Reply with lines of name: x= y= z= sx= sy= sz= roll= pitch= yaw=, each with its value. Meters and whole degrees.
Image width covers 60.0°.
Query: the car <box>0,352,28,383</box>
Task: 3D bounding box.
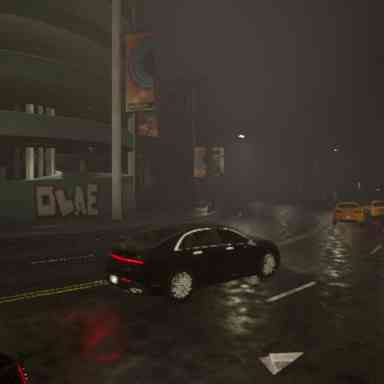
car: x=-3.278 y=1.504 z=1.308 sx=4.892 sy=1.490 sz=1.837 roll=0 pitch=1 yaw=-31

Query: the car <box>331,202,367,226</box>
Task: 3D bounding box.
car: x=11.049 y=1.465 z=23.717 sx=1.882 sy=1.535 sz=5.008 roll=0 pitch=0 yaw=23

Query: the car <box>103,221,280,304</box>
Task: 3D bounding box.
car: x=0.258 y=1.499 z=8.257 sx=4.892 sy=1.490 sz=1.837 roll=0 pitch=1 yaw=-41

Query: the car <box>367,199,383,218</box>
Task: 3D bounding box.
car: x=16.296 y=1.442 z=29.496 sx=1.801 sy=1.575 sz=5.366 roll=0 pitch=0 yaw=13

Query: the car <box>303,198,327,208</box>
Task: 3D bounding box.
car: x=17.153 y=1.536 z=46.558 sx=1.994 sy=1.385 sz=4.181 roll=0 pitch=0 yaw=-2

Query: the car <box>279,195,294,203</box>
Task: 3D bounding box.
car: x=18.970 y=1.439 z=66.820 sx=2.231 sy=1.521 sz=4.892 roll=0 pitch=0 yaw=-4
